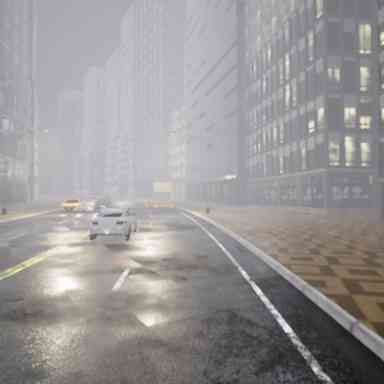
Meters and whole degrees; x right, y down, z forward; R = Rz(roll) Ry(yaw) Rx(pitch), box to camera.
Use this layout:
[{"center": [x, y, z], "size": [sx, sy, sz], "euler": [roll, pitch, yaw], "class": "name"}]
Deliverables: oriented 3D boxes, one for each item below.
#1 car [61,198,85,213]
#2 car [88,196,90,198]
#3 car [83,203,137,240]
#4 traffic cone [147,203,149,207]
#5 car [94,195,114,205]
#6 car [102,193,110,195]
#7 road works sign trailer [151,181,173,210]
[{"center": [-12.893, 1.420, 36.187], "size": [1.882, 1.535, 5.008], "euler": [0, 0, -9], "class": "car"}, {"center": [-22.736, 1.131, 75.506], "size": [2.033, 1.411, 5.357], "euler": [0, 0, -19], "class": "car"}, {"center": [-3.865, 1.503, 16.754], "size": [1.812, 1.442, 4.674], "euler": [0, 0, -4], "class": "car"}, {"center": [-6.358, 1.894, 47.754], "size": [0.340, 0.580, 0.340], "euler": [0, 0, -11], "class": "traffic cone"}, {"center": [-9.740, 1.437, 37.034], "size": [2.128, 1.511, 4.902], "euler": [0, 0, -9], "class": "car"}, {"center": [-19.679, 0.959, 76.614], "size": [2.097, 1.767, 4.553], "euler": [0, 0, -19], "class": "car"}, {"center": [-3.638, 0.413, 41.158], "size": [2.380, 3.560, 2.880], "euler": [0, 0, -11], "class": "road works sign trailer"}]
